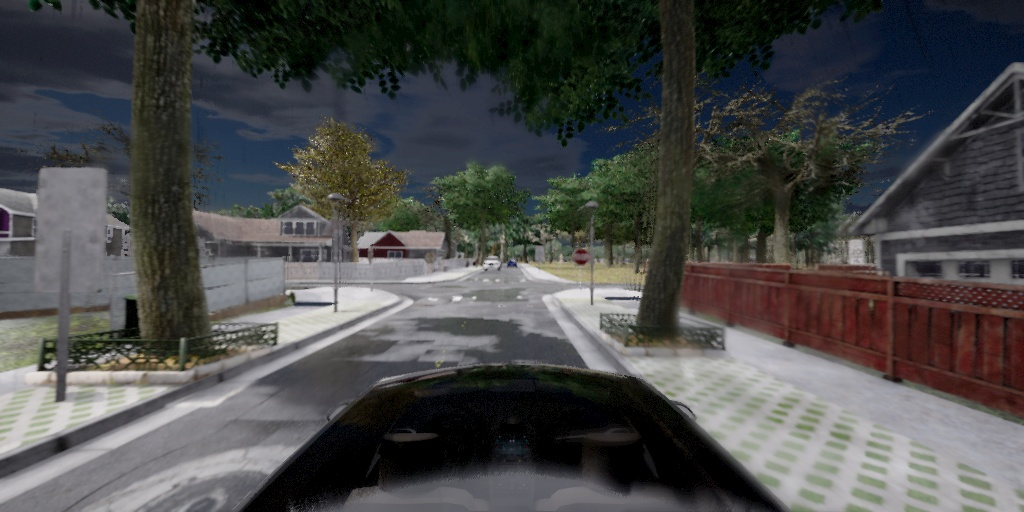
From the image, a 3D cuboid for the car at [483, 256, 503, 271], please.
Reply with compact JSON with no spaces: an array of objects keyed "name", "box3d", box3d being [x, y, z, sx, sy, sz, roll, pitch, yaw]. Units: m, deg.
[{"name":"car","box3d":[-2.807,1.075,51.161,2.150,2.045,5.566,0,0,0]}]
